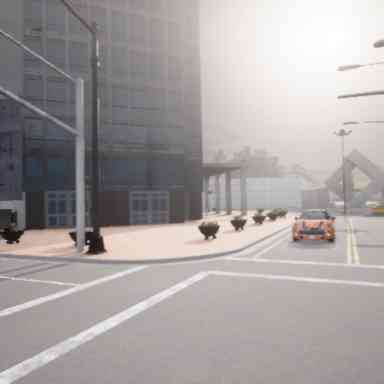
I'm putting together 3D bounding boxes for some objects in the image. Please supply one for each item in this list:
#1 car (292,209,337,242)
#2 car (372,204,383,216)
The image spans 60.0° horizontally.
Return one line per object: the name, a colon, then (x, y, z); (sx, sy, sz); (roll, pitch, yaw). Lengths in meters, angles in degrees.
car: (7.049, 1.778, 18.998); (2.097, 1.767, 4.553); (-2, -2, 25)
car: (25.513, 2.298, 44.062); (5.008, 1.535, 1.882); (0, -2, -43)
